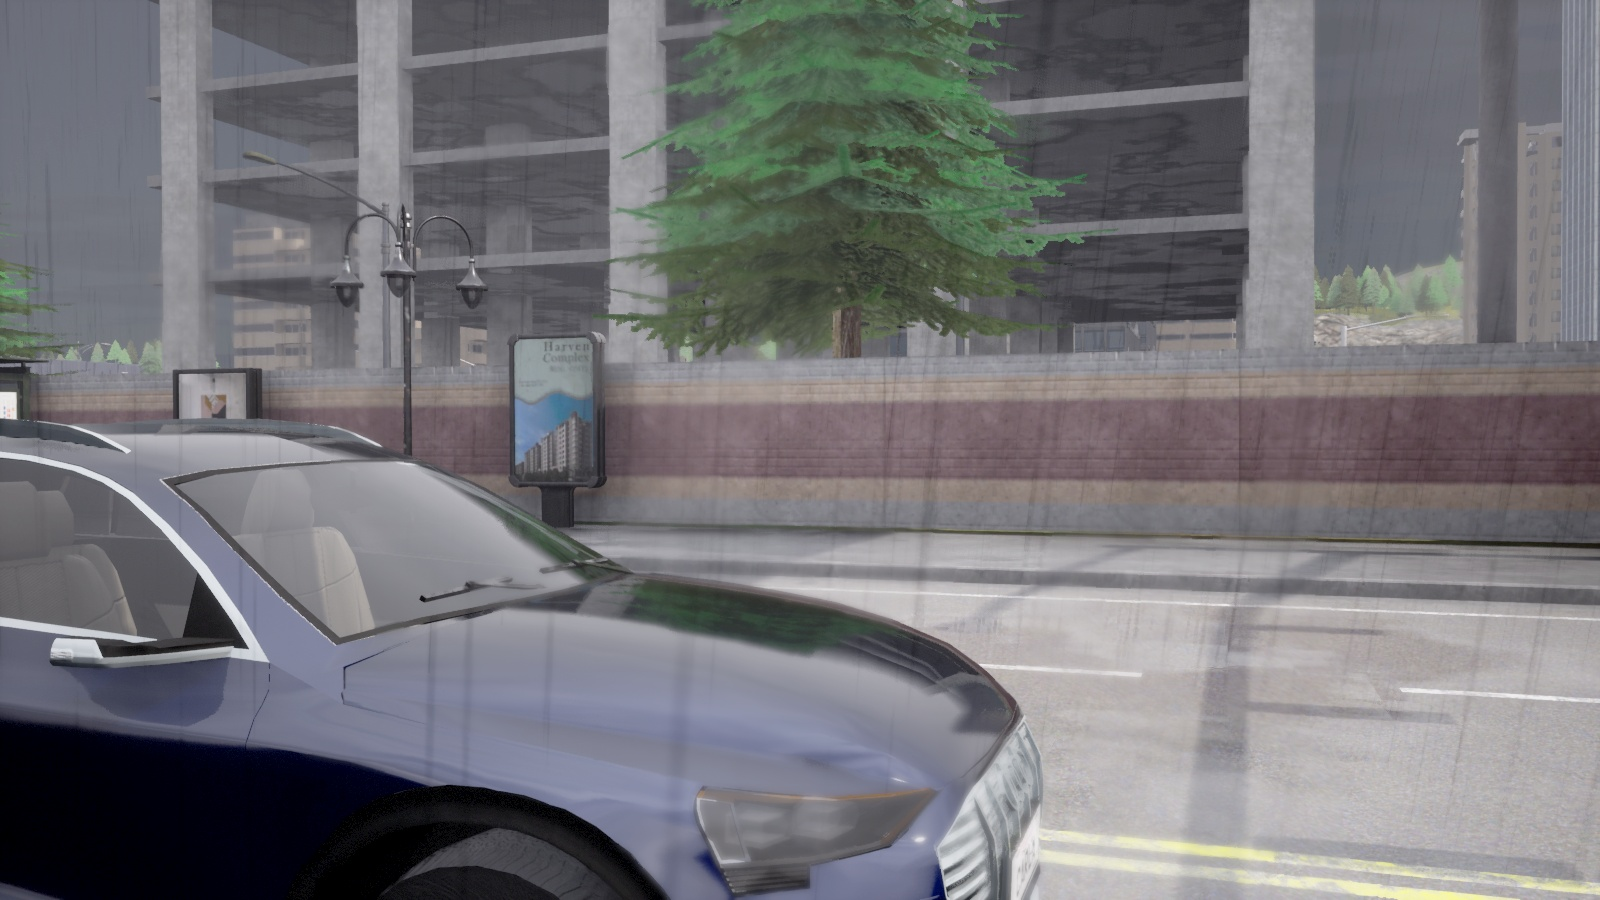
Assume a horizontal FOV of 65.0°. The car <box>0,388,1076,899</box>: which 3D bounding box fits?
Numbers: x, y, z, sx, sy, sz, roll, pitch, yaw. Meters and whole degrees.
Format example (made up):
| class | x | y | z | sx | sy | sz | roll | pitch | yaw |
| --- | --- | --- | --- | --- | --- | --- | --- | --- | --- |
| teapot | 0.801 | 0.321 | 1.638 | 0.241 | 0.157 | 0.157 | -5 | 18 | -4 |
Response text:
| class | x | y | z | sx | sy | sz | roll | pitch | yaw |
| --- | --- | --- | --- | --- | --- | --- | --- | --- | --- |
| car | -1.758 | 0.689 | 3.783 | 4.856 | 1.649 | 2.033 | 1 | 1 | 19 |
